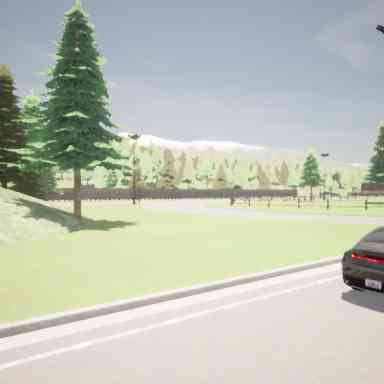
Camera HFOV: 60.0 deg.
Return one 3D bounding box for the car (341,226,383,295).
[{"bbox_3d":[5.425,1.499,7.714,4.892,1.490,1.837,0,0,-35],"label":"car"}]
